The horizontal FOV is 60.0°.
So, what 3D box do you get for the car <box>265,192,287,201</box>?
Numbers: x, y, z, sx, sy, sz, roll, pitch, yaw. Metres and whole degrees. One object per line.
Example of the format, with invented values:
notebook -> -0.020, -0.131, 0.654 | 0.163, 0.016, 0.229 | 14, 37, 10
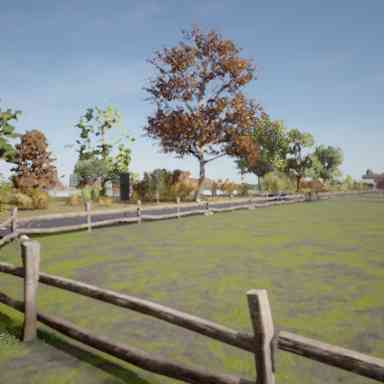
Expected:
car -> 12.812, 0.603, 50.856 | 1.895, 1.301, 4.718 | 1, 1, 36
